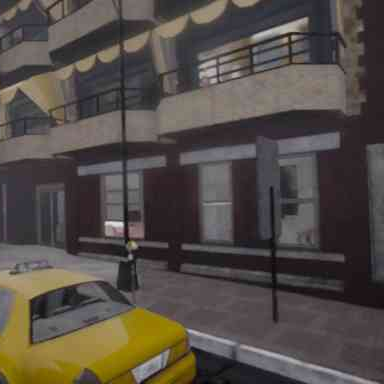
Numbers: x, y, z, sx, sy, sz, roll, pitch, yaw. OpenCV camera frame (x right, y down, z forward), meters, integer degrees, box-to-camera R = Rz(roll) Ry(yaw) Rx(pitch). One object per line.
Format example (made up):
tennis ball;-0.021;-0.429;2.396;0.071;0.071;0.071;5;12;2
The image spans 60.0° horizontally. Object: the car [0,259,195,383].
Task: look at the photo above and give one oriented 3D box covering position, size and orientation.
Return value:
car;-2.246;1.566;4.349;4.829;1.417;1.752;-1;-2;36
